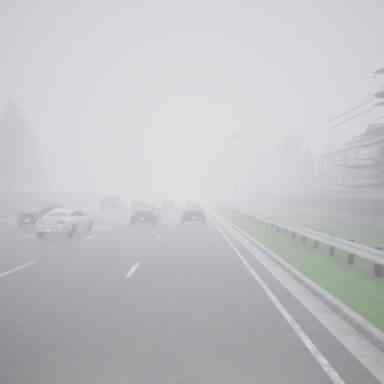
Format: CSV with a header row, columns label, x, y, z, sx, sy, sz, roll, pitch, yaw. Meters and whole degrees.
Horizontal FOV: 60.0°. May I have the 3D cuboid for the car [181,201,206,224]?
label,x,y,z,sx,sy,sz,roll,pitch,yaw
car,0.101,1.659,25.819,1.812,1.442,4.674,0,0,0

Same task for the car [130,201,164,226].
label,x,y,z,sx,sy,sz,roll,pitch,yaw
car,-3.399,1.654,24.761,1.812,1.442,4.674,0,0,0

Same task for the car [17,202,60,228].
label,x,y,z,sx,sy,sz,roll,pitch,yaw
car,-10.400,1.647,23.234,1.812,1.442,4.674,0,0,0

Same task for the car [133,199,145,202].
label,x,y,z,sx,sy,sz,roll,pitch,yaw
car,-6.900,1.706,44.017,1.882,1.535,5.008,0,0,0

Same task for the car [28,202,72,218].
label,x,y,z,sx,sy,sz,roll,pitch,yaw
car,-13.899,1.719,32.981,2.033,1.411,5.357,0,0,0

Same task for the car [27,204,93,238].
label,x,y,z,sx,sy,sz,roll,pitch,yaw
car,-6.933,1.621,18.402,1.812,1.442,4.674,0,0,0

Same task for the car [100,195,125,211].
label,x,y,z,sx,sy,sz,roll,pitch,yaw
car,-10.399,1.450,43.711,2.150,2.045,5.566,0,0,0

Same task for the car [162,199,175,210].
label,x,y,z,sx,sy,sz,roll,pitch,yaw
car,-3.399,1.736,47.136,2.128,1.511,4.902,0,0,0
